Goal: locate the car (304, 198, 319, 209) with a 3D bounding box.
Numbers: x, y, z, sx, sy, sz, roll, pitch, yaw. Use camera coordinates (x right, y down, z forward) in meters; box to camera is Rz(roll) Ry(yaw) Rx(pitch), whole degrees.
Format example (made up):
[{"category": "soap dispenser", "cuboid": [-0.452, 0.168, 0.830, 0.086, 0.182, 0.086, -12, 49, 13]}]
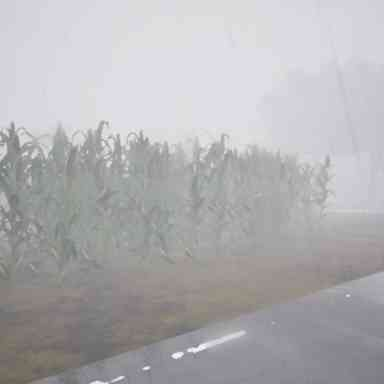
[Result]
[{"category": "car", "cuboid": [12.866, 1.106, 41.321, 2.150, 2.045, 5.566, -2, 0, -35]}]
